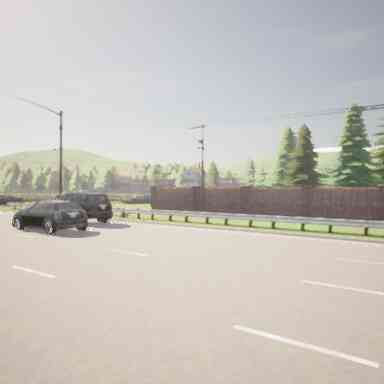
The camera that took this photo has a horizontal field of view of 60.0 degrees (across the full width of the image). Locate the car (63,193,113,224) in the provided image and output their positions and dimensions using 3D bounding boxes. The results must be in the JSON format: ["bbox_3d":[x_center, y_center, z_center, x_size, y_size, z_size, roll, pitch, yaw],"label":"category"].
[{"bbox_3d":[-7.754,1.072,22.425,5.566,2.045,2.150,0,0,36],"label":"car"}]

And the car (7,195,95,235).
[{"bbox_3d":[-7.768,1.222,18.136,4.553,1.767,2.097,1,0,36],"label":"car"}]

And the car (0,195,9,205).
[{"bbox_3d":[-25.362,1.117,44.865,5.008,1.535,1.882,0,0,-8],"label":"car"}]

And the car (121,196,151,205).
[{"bbox_3d":[-8.110,1.266,51.355,5.357,1.411,2.033,0,0,-29],"label":"car"}]
